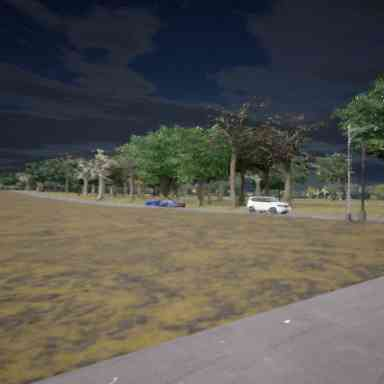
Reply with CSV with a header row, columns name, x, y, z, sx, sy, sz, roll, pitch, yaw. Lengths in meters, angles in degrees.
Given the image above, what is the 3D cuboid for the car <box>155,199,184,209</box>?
name,x,y,z,sx,sy,sz,roll,pitch,yaw
car,-3.909,2.062,56.764,1.812,1.442,4.674,3,-2,-35

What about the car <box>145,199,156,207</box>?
name,x,y,z,sx,sy,sz,roll,pitch,yaw
car,-7.866,2.230,68.449,1.882,1.535,5.008,3,-2,-35

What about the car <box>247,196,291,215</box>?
name,x,y,z,sx,sy,sz,roll,pitch,yaw
car,8.851,1.564,38.800,2.150,2.045,5.566,3,-2,-35

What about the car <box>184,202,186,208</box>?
name,x,y,z,sx,sy,sz,roll,pitch,yaw
car,-3.067,2.047,61.752,2.097,1.767,4.553,3,-2,-35
